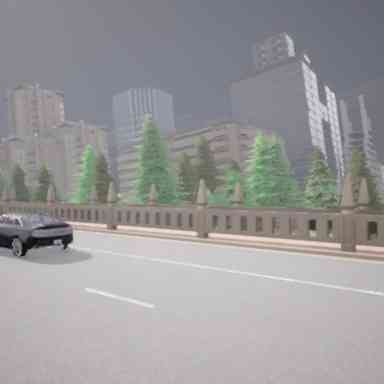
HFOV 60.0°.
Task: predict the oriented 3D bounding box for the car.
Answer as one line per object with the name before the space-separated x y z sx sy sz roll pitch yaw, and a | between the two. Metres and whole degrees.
car | -6.668 1.543 13.048 4.902 1.511 2.128 0 0 36
